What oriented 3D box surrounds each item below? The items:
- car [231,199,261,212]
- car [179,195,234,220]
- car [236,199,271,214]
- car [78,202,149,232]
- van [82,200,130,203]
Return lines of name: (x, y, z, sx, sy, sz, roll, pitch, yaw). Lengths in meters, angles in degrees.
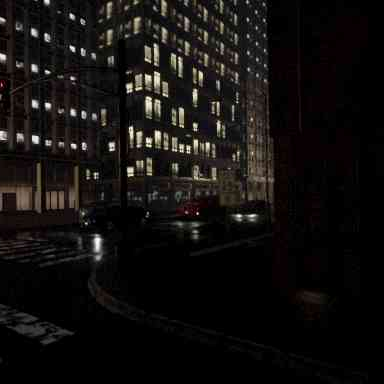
car: (6.770, 1.689, 41.427, 1.752, 1.417, 4.829, -2, -1, 36)
car: (1.176, 1.307, 29.171, 2.150, 2.045, 5.566, -1, -1, 36)
car: (7.180, 1.584, 37.534, 1.882, 1.535, 5.008, -1, -1, 36)
car: (-4.712, 1.571, 20.981, 1.837, 1.490, 4.892, -1, -1, 33)
van: (-6.059, 1.460, 23.514, 1.690, 1.788, 3.998, -2, -1, 36)
